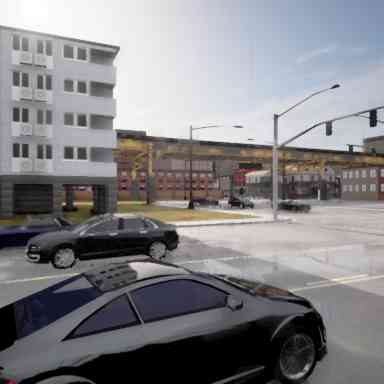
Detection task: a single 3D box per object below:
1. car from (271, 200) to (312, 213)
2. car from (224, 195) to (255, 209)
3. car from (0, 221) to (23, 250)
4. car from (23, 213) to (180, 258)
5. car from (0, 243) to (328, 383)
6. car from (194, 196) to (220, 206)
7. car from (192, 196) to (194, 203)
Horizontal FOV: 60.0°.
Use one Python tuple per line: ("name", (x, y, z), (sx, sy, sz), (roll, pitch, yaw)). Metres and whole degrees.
("car", (11.095, 1.600, 37.298), (1.895, 1.301, 4.718), (0, 0, -26))
("car", (6.806, 1.504, 46.349), (1.837, 1.490, 4.892), (0, 0, -25))
("car", (-6.270, 1.601, 13.106), (4.718, 1.301, 1.895), (0, 0, -30))
("car", (-2.771, 1.505, 11.029), (4.892, 1.490, 1.837), (0, 0, -27))
("car", (-0.331, 1.564, 4.088), (4.181, 1.385, 1.994), (0, 0, -30))
("car", (2.670, 1.546, 55.456), (2.033, 1.411, 5.357), (0, 0, -21))
("car", (0.778, 1.546, 65.866), (2.033, 1.411, 5.357), (0, 0, 3))
